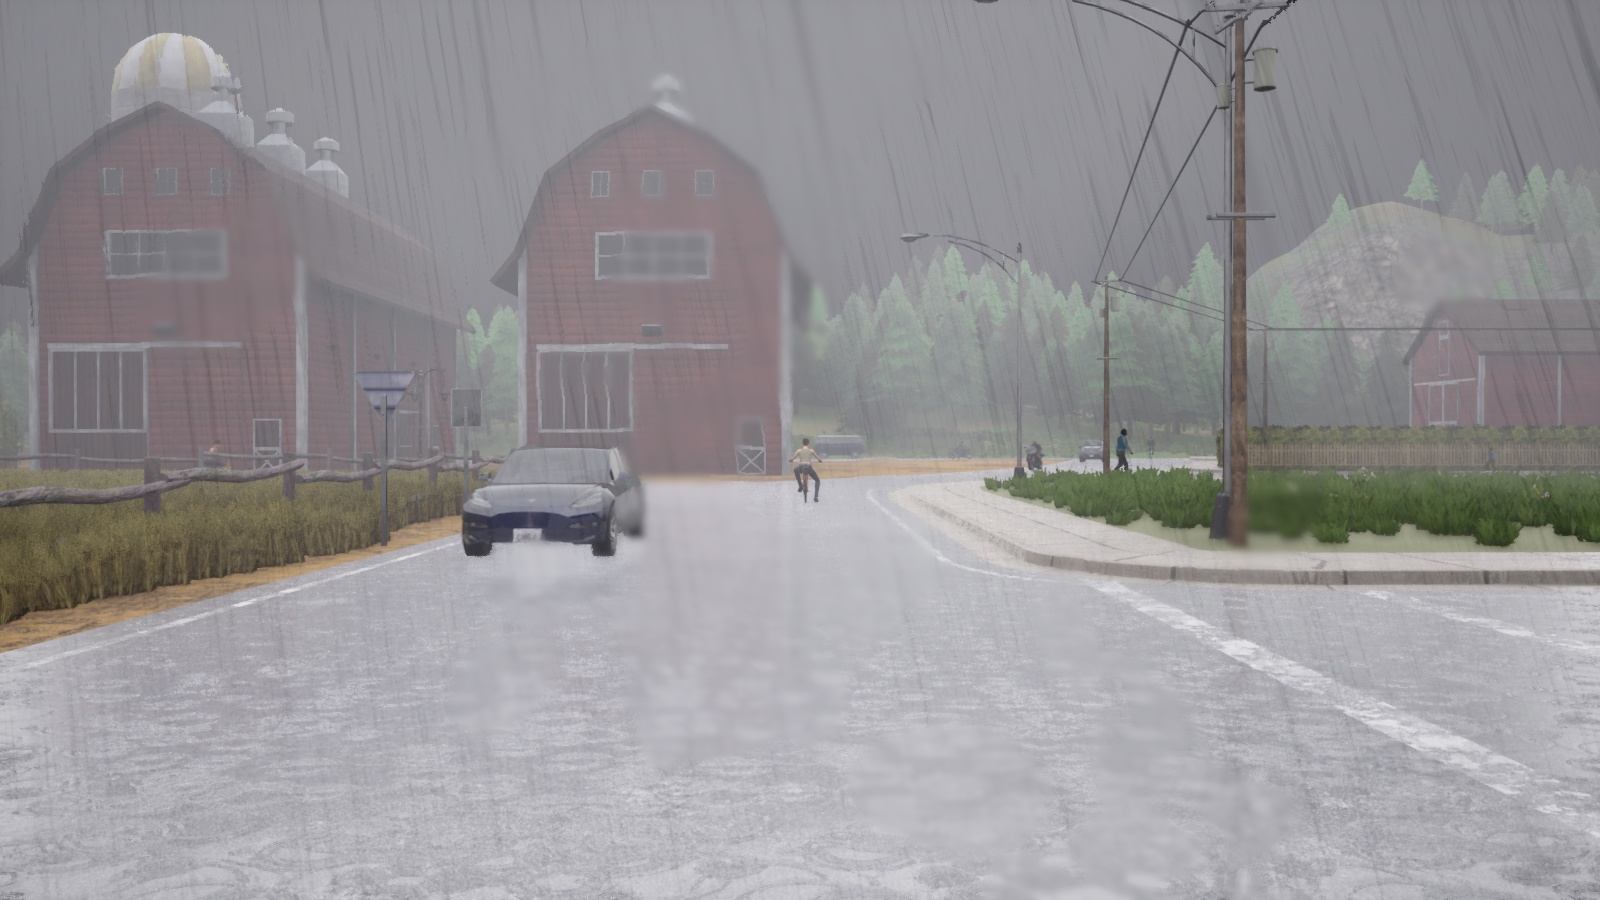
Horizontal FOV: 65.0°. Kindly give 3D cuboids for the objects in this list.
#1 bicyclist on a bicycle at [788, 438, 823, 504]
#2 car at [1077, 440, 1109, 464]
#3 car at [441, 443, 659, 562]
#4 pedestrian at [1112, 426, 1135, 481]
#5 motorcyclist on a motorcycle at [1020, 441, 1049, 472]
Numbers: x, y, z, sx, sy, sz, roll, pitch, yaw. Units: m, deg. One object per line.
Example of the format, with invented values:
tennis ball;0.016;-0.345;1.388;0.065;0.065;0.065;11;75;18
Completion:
bicyclist on a bicycle;0.138;0.505;31.562;0.866;1.612;1.509;0;0;0
car;19.308;0.118;82.667;1.845;1.501;3.633;0;0;17
car;-3.394;0.642;18.067;2.163;1.488;4.792;0;0;0
pedestrian;11.400;0.121;44.249;0.692;1.930;0.396;0;0;-9
motorcyclist on a motorcycle;11.853;0.325;63.452;0.866;1.530;2.191;0;1;26
